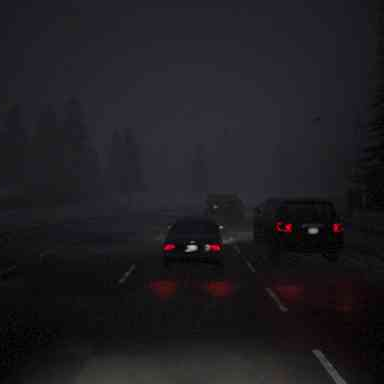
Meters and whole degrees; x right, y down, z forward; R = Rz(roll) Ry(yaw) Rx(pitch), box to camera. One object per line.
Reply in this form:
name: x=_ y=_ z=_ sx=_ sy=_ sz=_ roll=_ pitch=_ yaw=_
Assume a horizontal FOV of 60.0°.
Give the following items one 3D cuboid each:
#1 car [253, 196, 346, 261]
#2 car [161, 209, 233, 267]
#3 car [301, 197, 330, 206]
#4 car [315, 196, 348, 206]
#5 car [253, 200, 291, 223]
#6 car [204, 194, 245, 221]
car: x=3.650 y=1.199 z=12.340 sx=2.150 sy=2.045 sz=5.566 roll=0 pitch=0 yaw=3
car: x=0.104 y=1.525 z=11.360 sx=2.033 sy=1.411 sz=5.357 roll=0 pitch=0 yaw=2
car: x=20.254 y=1.460 z=54.565 sx=4.181 sy=1.385 sz=1.994 roll=0 pitch=0 yaw=-24
car: x=21.540 y=1.408 z=51.330 sx=4.892 sy=1.490 sz=1.837 roll=0 pitch=0 yaw=-24
car: x=6.527 y=1.440 z=26.615 sx=2.128 sy=1.511 sz=4.902 roll=0 pitch=0 yaw=23
car: x=2.682 y=1.172 z=26.585 sx=2.150 sy=2.045 sz=5.566 roll=0 pitch=0 yaw=21
